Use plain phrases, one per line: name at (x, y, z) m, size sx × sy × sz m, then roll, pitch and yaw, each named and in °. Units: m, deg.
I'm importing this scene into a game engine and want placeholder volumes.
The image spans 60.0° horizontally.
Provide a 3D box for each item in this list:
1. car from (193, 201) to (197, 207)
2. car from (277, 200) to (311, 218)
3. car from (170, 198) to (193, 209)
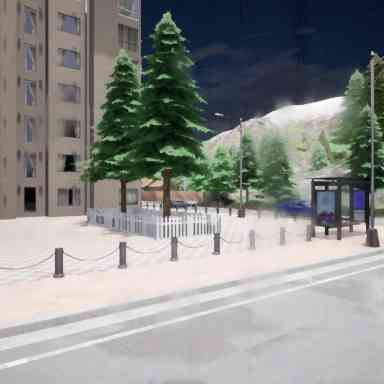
car at (-1.337, 1.616, 49.961) m, size 1.895 × 1.301 × 4.718 m, roll 0°, pitch 0°, yaw -35°
car at (9.523, 1.493, 28.150) m, size 1.882 × 1.535 × 5.008 m, roll 0°, pitch 1°, yaw -35°
car at (-2.259, 1.580, 45.124) m, size 1.994 × 1.385 × 4.181 m, roll 0°, pitch 0°, yaw -34°
